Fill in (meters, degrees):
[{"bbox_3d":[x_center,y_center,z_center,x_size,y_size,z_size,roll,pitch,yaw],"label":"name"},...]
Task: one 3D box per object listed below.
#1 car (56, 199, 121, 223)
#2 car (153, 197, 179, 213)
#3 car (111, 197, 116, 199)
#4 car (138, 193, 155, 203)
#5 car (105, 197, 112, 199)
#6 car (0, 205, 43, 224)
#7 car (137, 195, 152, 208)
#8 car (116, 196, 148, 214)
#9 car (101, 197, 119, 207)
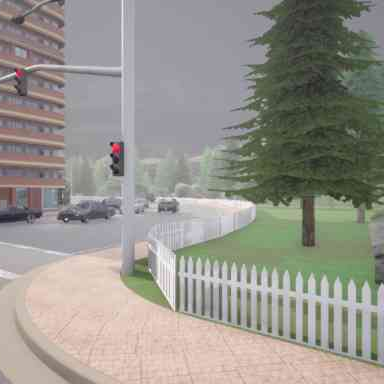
[{"bbox_3d":[-7.822,1.492,25.309,2.033,1.411,5.357,0,0,17],"label":"car"},{"bbox_3d":[-2.453,1.436,35.466,2.128,1.511,4.902,0,0,3],"label":"car"},{"bbox_3d":[-9.820,1.492,41.997,2.033,1.411,5.357,0,0,-7],"label":"car"},{"bbox_3d":[-9.593,1.166,66.456,2.150,2.045,5.566,0,0,-40],"label":"car"},{"bbox_3d":[-9.904,1.492,31.861,2.033,1.411,5.357,0,0,8],"label":"car"},{"bbox_3d":[-12.708,1.545,22.629,1.895,1.301,4.718,0,0,23],"label":"car"},{"bbox_3d":[-6.943,1.470,44.943,1.812,1.442,4.674,0,0,-13],"label":"car"},{"bbox_3d":[-6.189,1.470,34.752,1.812,1.442,4.674,0,0,3],"label":"car"},{"bbox_3d":[-12.738,1.508,51.766,1.994,1.385,4.181,0,0,-24],"label":"car"}]
